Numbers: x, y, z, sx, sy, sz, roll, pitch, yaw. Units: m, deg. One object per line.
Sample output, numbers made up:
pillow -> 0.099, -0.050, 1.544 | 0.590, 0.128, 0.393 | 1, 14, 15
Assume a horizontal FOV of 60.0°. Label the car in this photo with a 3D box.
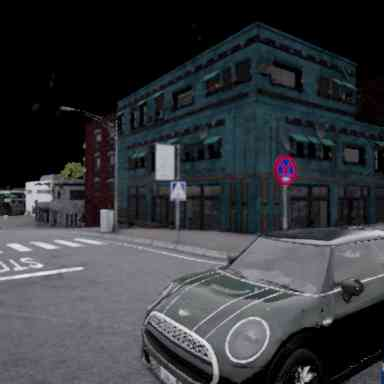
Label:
car -> 1.589, 1.367, 4.788 | 4.553, 1.767, 2.097 | 0, 0, -35
